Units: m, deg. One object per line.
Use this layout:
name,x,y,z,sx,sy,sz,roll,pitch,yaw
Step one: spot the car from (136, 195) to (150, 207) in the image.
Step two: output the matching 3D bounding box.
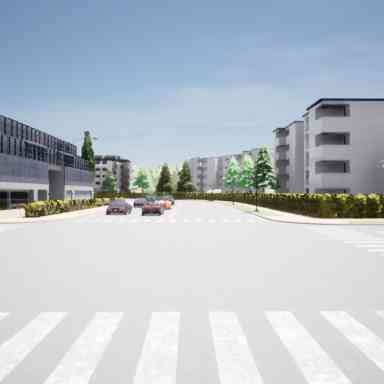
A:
car,-7.418,1.562,48.861,2.033,1.411,5.357,0,0,0

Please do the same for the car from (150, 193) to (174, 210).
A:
car,-3.768,1.365,42.307,2.097,1.767,4.553,0,0,-1

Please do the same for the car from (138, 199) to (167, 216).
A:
car,-3.772,1.610,32.623,1.895,1.301,4.718,0,0,-1

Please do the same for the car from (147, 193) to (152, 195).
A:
car,-7.814,1.244,64.447,2.150,2.045,5.566,0,0,-5

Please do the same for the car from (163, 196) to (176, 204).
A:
car,-4.586,1.519,67.653,2.128,1.511,4.902,0,0,-10

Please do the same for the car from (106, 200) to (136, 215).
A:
car,-7.284,1.574,33.547,1.994,1.385,4.181,0,0,0
